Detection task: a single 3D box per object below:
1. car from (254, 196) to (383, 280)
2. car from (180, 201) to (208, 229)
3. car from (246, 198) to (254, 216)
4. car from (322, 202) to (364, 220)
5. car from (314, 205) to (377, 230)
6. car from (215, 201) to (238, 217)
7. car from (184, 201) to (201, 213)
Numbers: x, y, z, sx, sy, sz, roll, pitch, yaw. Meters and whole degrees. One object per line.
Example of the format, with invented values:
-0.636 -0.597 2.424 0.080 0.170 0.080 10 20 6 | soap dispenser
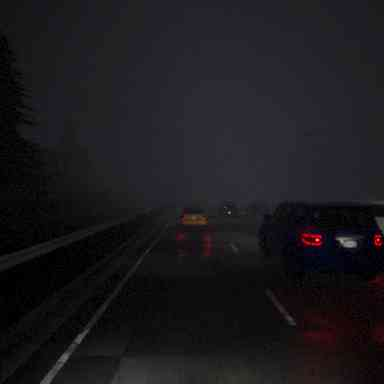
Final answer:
3.602 1.287 10.264 2.150 2.045 5.566 0 0 0 | car
0.103 1.597 22.817 1.801 1.575 5.366 0 0 0 | car
7.103 1.701 36.023 1.882 1.535 5.008 0 0 0 | car
14.104 1.720 31.386 1.812 1.442 4.674 0 0 0 | car
10.602 1.694 23.552 2.033 1.411 5.357 0 0 0 | car
3.603 1.721 34.581 1.837 1.490 4.892 0 0 0 | car
0.103 1.819 40.974 1.994 1.385 4.181 0 0 0 | car
